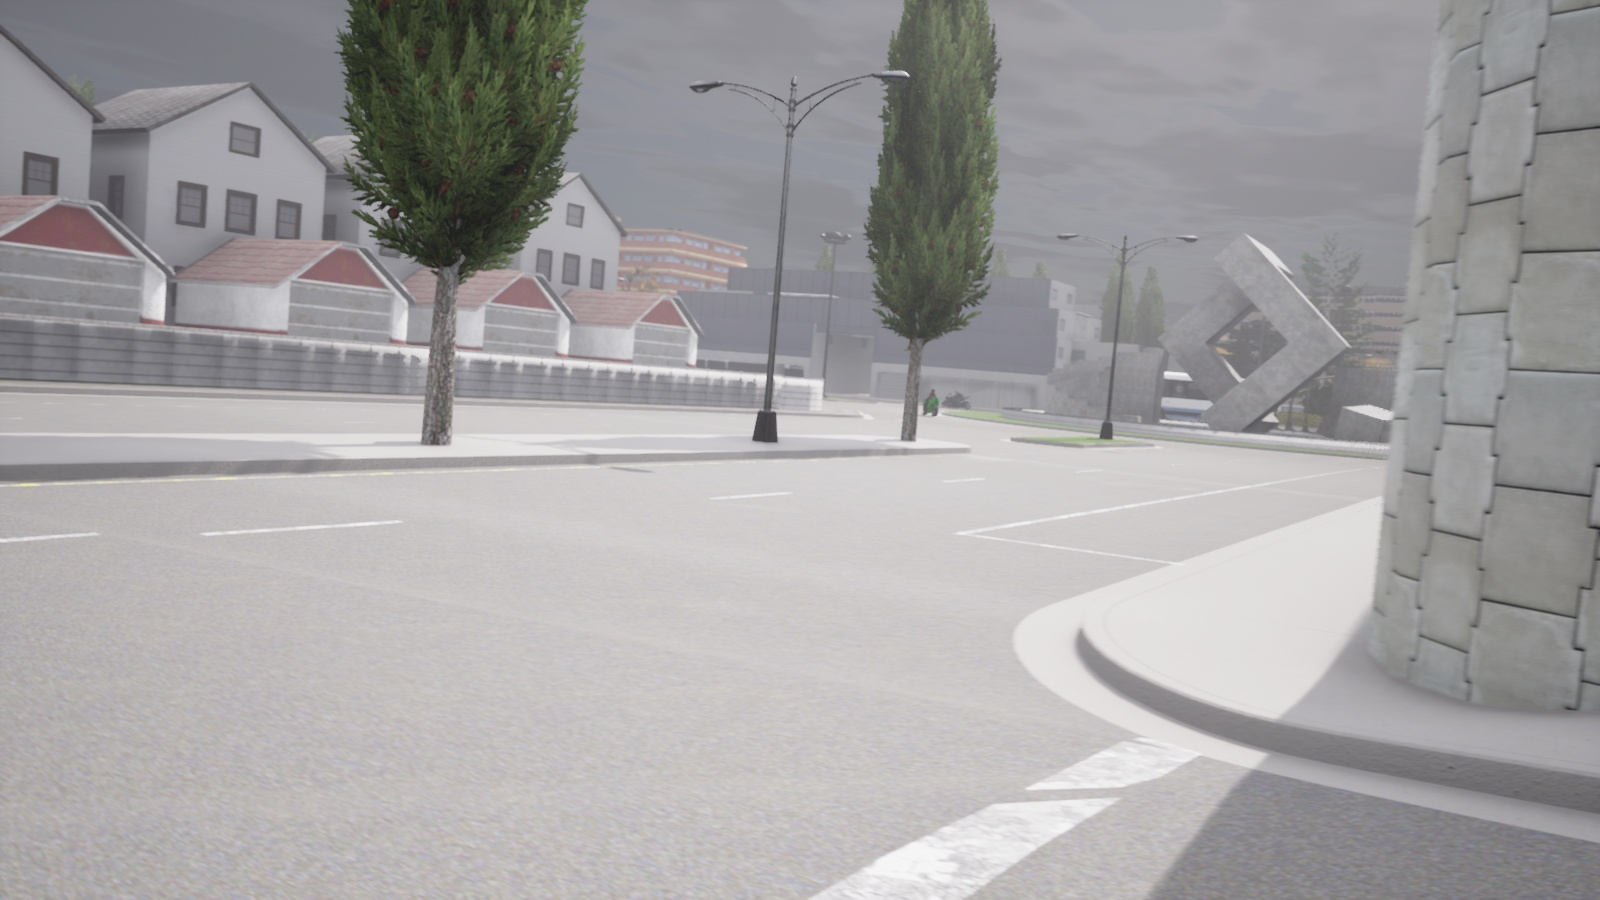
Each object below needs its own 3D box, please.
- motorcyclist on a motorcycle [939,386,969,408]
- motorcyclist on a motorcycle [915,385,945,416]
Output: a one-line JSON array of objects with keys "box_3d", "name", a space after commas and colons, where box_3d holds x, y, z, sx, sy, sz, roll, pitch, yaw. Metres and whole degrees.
[{"box_3d": [11.890, -4.079, 96.803, 2.191, 1.530, 0.866, 4, 3, 6], "name": "motorcyclist on a motorcycle"}, {"box_3d": [7.030, -2.701, 68.171, 0.797, 1.523, 2.044, 3, 4, -17], "name": "motorcyclist on a motorcycle"}]
